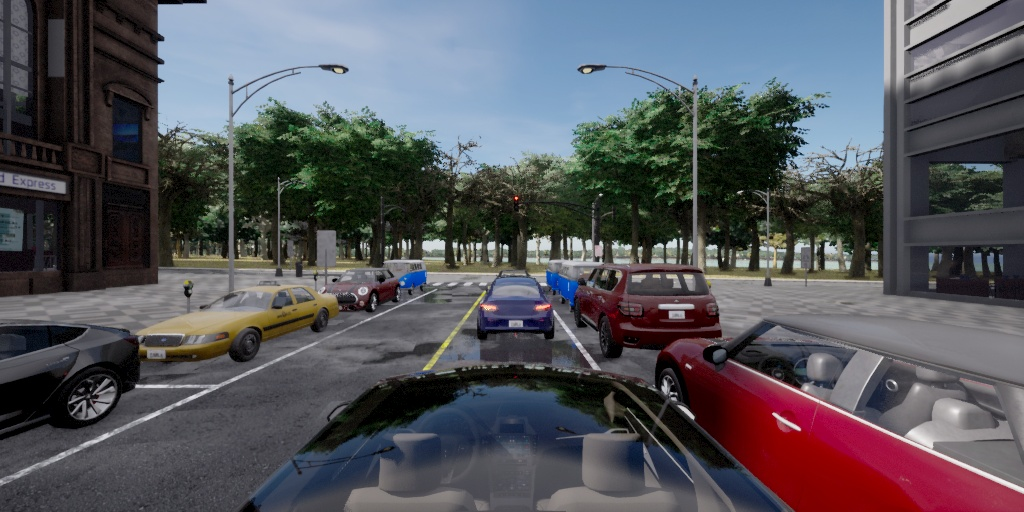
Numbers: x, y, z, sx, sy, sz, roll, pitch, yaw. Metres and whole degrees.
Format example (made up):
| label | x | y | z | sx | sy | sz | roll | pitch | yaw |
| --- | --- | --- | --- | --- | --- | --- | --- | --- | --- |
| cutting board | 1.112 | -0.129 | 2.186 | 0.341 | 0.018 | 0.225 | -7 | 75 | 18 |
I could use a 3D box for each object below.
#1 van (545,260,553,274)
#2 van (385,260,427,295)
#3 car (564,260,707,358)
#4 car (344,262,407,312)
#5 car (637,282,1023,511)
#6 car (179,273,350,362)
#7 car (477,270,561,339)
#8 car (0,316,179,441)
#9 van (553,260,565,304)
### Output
| label | x | y | z | sx | sy | sz | roll | pitch | yaw |
| --- | --- | --- | --- | --- | --- | --- | --- | --- | --- |
| van | 2.759 | 1.092 | 19.269 | 1.690 | 1.789 | 3.998 | 0 | 0 | 0 |
| van | -5.766 | 1.092 | 19.267 | 1.690 | 1.789 | 3.998 | 0 | 0 | 0 |
| car | 2.761 | 1.065 | 8.394 | 2.192 | 1.841 | 5.009 | 0 | 0 | 0 |
| car | -5.765 | 1.190 | 13.829 | 1.967 | 1.591 | 4.097 | 0 | 0 | 0 |
| car | 2.763 | 1.190 | 2.956 | 1.967 | 1.591 | 4.097 | 0 | 0 | 0 |
| car | -5.764 | 1.275 | 8.222 | 1.751 | 1.417 | 4.829 | 0 | 0 | 0 |
| car | 0.097 | 1.276 | 9.931 | 1.812 | 1.442 | 4.674 | 0 | 0 | 0 |
| car | -5.763 | 1.316 | 2.954 | 1.948 | 1.339 | 4.313 | 0 | 0 | 0 |
| van | 2.760 | 1.091 | 13.831 | 1.690 | 1.789 | 3.998 | 0 | 0 | 0 |
